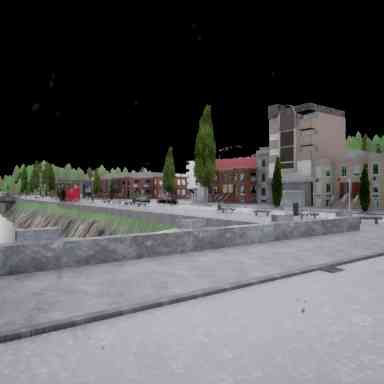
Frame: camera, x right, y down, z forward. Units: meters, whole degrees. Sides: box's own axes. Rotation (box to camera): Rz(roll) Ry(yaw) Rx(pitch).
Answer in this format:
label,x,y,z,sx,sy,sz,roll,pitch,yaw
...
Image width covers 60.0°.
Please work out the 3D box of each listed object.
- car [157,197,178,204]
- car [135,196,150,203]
label,x,y,z,sx,sy,sz,roll,pitch,yaw
car,-4.574,1.601,60.735,1.895,1.301,4.718,0,0,-35
car,-10.377,1.561,68.869,1.994,1.385,4.181,0,0,-35
